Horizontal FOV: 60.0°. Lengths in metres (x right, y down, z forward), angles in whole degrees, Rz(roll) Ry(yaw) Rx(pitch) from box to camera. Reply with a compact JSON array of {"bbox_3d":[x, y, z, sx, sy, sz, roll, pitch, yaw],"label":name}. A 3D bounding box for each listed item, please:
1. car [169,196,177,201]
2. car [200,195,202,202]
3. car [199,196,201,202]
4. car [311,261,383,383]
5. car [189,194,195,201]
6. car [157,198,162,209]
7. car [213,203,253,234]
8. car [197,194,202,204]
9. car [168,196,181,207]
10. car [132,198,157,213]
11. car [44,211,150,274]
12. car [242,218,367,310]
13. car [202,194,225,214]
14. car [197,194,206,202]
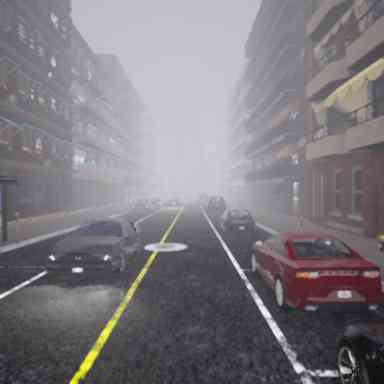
[{"bbox_3d":[-5.328,1.747,92.802,1.887,1.381,4.507,-1,0,0],"label":"car"},{"bbox_3d":[2.557,1.537,47.385,1.967,1.590,4.097,-1,0,0],"label":"car"},{"bbox_3d":[2.554,1.691,53.049,1.802,1.307,4.206,-1,0,0],"label":"car"},{"bbox_3d":[2.523,1.570,2.070,1.947,1.339,4.313,-1,0,0],"label":"car"},{"bbox_3d":[-0.003,1.578,87.249,2.033,1.411,5.357,0,0,0],"label":"car"},{"bbox_3d":[-5.328,1.537,47.593,1.967,1.590,4.097,-1,0,0],"label":"car"},{"bbox_3d":[2.522,1.588,19.064,2.008,1.369,4.403,-1,0,0],"label":"car"},{"bbox_3d":[2.266,1.373,68.731,2.150,2.045,5.566,0,0,0],"label":"car"},{"bbox_3d":[-2.814,1.602,53.420,2.128,1.511,4.902,0,0,0],"label":"car"},{"bbox_3d":[-5.327,1.512,36.291,1.967,1.590,4.097,-1,0,0],"label":"car"},{"bbox_3d":[-2.851,1.568,10.943,2.033,1.411,5.357,0,0,0],"label":"car"},{"bbox_3d":[2.522,1.560,7.735,1.887,1.381,4.507,-1,0,0],"label":"car"},{"bbox_3d":[2.540,1.386,36.057,2.192,1.841,5.009,-1,0,0],"label":"car"},{"bbox_3d":[2.549,1.504,87.036,2.192,1.841,5.009,-1,0,0],"label":"car"}]
